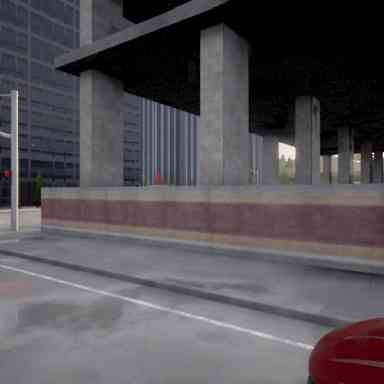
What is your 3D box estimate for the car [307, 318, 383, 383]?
[{"bbox_3d":[3.188,1.478,1.723,5.008,1.535,1.882,0,0,36],"label":"car"}]
